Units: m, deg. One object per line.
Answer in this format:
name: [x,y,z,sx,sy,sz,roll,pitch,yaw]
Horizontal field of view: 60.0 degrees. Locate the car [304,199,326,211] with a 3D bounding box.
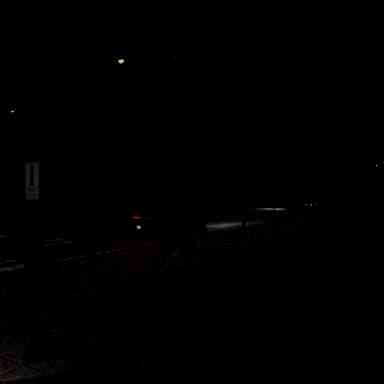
car: [15.537,1.559,41.323,2.033,1.411,5.357,-1,-1,35]

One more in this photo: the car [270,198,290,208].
car: [13.088,1.614,49.102,1.812,1.442,4.674,-1,-1,35]

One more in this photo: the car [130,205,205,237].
car: [-1.139,1.462,17.837,2.128,1.511,4.902,-1,0,35]
